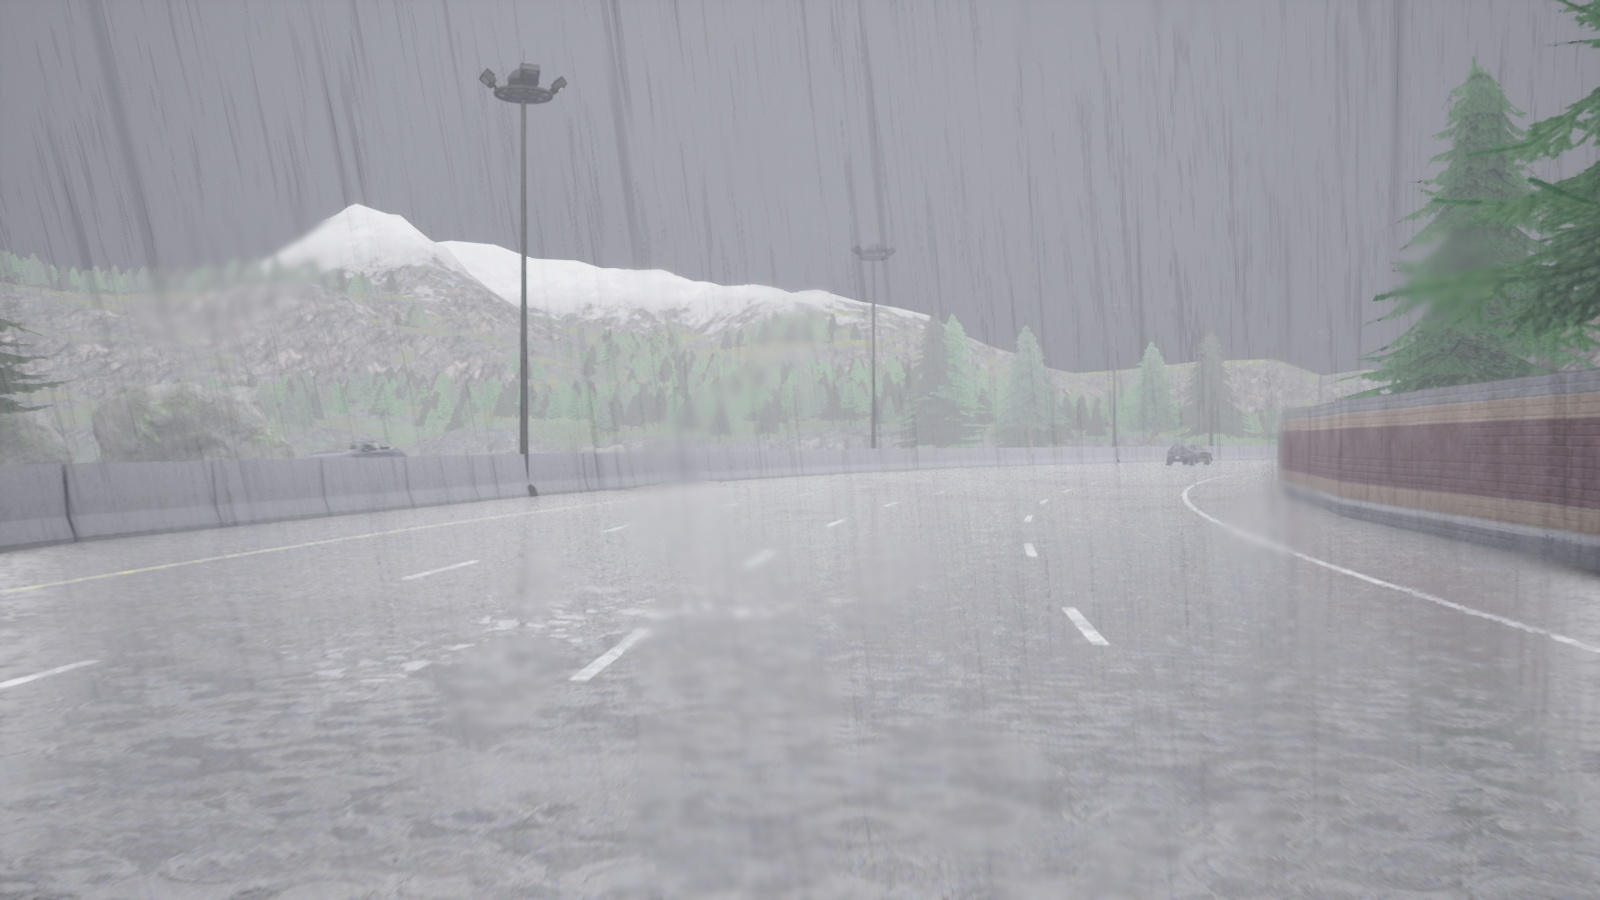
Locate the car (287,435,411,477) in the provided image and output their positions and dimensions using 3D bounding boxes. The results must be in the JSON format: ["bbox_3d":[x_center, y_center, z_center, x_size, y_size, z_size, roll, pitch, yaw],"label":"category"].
[{"bbox_3d":[-18.632,0.213,52.140,2.152,1.651,5.027,0,0,20],"label":"car"}]

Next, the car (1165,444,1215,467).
[{"bbox_3d":[25.727,0.318,82.729,1.816,1.474,4.193,0,0,38],"label":"car"}]
